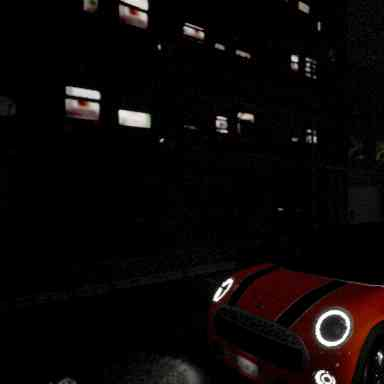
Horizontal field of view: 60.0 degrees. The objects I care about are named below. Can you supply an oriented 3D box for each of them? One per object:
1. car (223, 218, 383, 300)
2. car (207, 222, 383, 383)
[{"bbox_3d":[3.101,1.511,8.789,4.313,1.339,1.947,-1,0,-36],"label":"car"},{"bbox_3d":[2.401,1.317,5.025,4.553,1.767,2.097,-1,0,-37],"label":"car"}]
